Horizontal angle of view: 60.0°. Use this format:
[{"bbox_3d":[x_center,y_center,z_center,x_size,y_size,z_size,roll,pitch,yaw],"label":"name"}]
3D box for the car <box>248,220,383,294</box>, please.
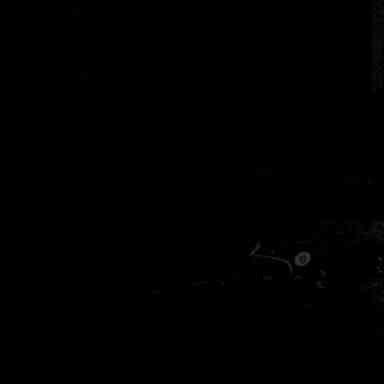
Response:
[{"bbox_3d":[3.403,1.515,8.964,4.097,1.590,1.967,1,0,-36],"label":"car"}]
